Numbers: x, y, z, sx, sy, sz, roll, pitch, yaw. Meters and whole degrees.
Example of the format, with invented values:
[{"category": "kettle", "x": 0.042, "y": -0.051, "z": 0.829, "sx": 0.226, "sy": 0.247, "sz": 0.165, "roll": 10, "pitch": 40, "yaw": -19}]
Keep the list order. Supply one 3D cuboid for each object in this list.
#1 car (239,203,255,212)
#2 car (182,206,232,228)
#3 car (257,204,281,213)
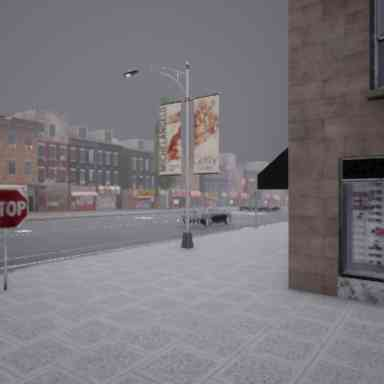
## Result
[{"category": "car", "x": 9.280, "y": 2.437, "z": 53.031, "sx": 1.895, "sy": 1.301, "sz": 4.718, "roll": 0, "pitch": -1, "yaw": 35}, {"category": "car", "x": 1.219, "y": 1.758, "z": 24.743, "sx": 2.128, "sy": 1.511, "sz": 4.902, "roll": 0, "pitch": -1, "yaw": 35}, {"category": "car", "x": 11.933, "y": 2.440, "z": 51.154, "sx": 1.895, "sy": 1.301, "sz": 4.718, "roll": 0, "pitch": -1, "yaw": 35}]
